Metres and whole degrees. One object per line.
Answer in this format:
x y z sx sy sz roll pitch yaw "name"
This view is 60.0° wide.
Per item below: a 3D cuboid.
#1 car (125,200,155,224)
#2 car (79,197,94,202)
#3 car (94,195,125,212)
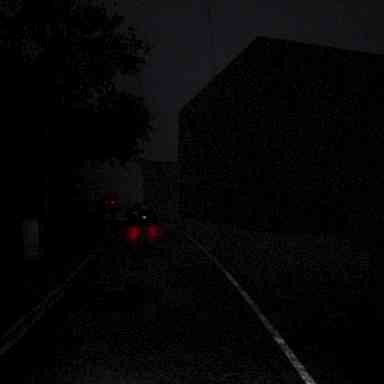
-3.973 1.590 25.582 1.812 1.442 4.674 0 0 -16 "car"
-28.403 2.005 90.968 2.163 1.488 4.792 5 -3 -36 "car"
-10.476 1.356 41.848 2.150 2.045 5.566 0 0 -25 "car"
